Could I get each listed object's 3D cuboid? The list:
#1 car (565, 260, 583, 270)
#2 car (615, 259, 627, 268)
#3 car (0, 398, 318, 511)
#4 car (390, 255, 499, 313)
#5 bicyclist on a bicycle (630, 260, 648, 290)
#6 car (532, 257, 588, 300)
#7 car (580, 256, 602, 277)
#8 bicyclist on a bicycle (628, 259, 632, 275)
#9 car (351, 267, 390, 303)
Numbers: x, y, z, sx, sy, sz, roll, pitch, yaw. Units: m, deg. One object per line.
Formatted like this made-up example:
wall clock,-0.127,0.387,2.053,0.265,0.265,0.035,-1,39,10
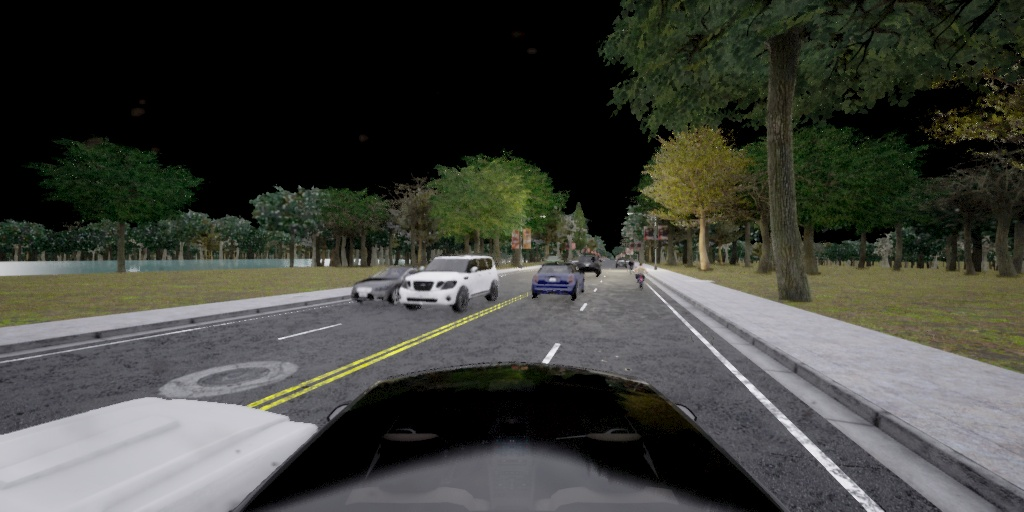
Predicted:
car,9.178,1.315,52.821,2.033,1.411,5.357,0,0,17
car,18.979,1.312,62.257,1.812,1.442,4.674,0,0,17
car,-2.773,1.349,0.667,1.895,1.301,4.718,0,0,17
car,-2.231,0.974,14.556,2.150,2.045,5.566,0,0,17
bicyclist on a bicycle,7.569,1.192,21.137,0.866,1.612,1.509,0,0,16
car,2.457,1.106,18.214,2.097,1.767,4.553,0,0,17
car,7.907,0.979,36.494,2.150,2.045,5.566,0,0,17
bicyclist on a bicycle,12.171,1.129,36.646,0.659,1.776,1.843,0,0,17
car,-5.102,1.243,16.300,2.128,1.511,4.902,0,0,17
